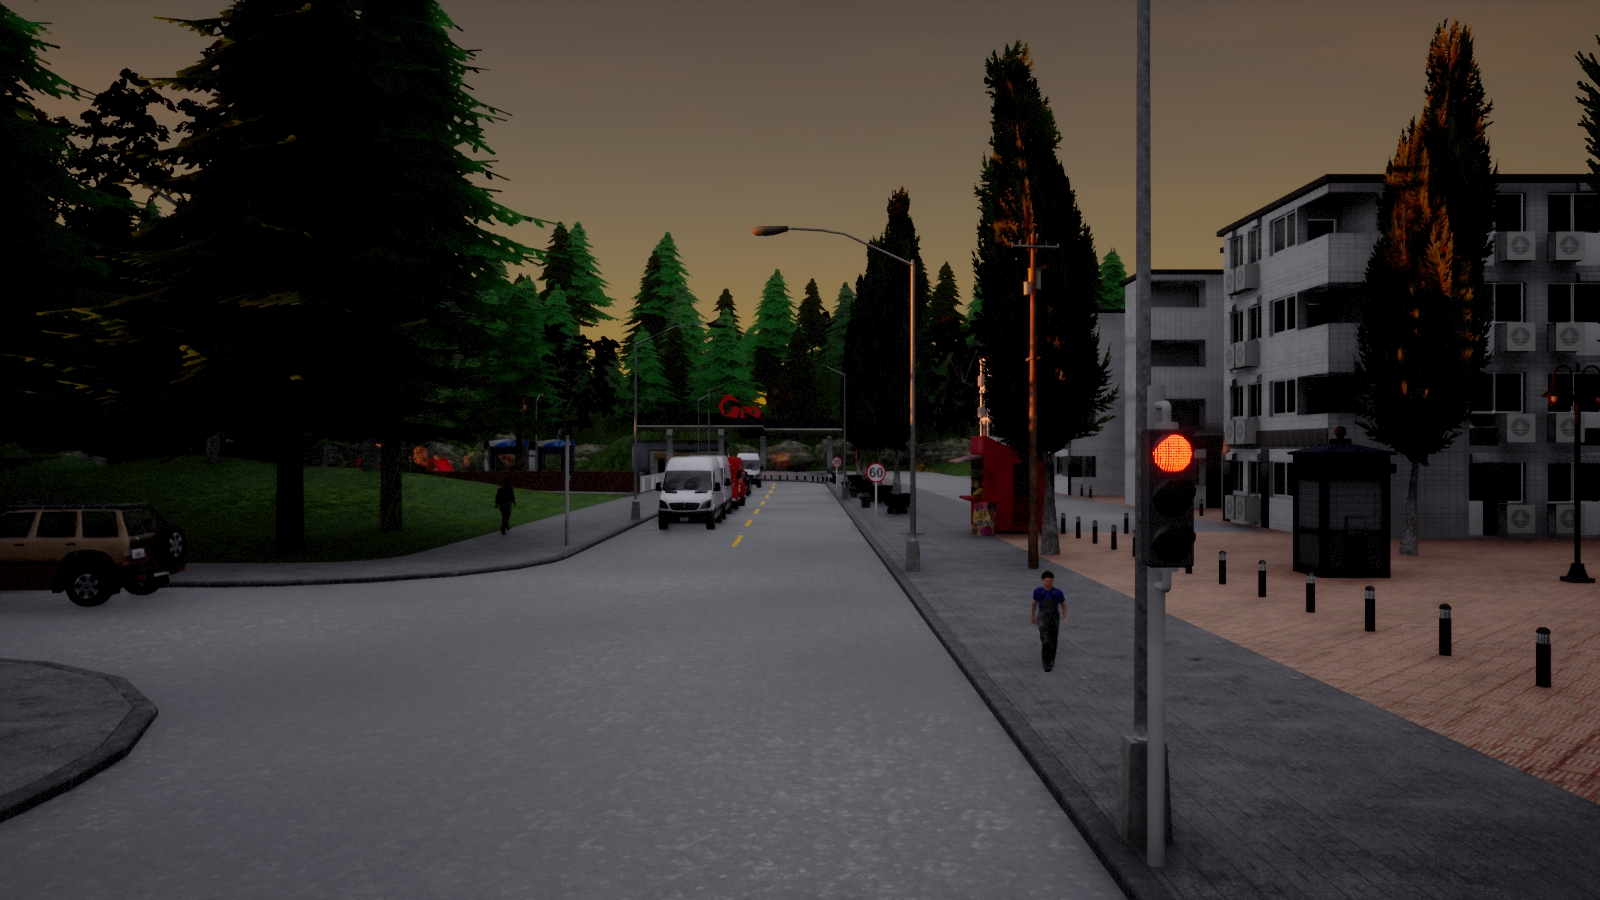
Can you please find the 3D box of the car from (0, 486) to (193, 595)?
[{"bbox_3d":[-14.065,1.638,21.141,4.605,1.855,1.932,-1,0,0],"label":"car"}]

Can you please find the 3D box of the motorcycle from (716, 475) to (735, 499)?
[{"bbox_3d":[-3.988,1.975,61.268,0.867,1.251,2.209,0,0,0],"label":"motorcycle"}]

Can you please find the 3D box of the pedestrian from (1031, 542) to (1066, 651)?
[{"bbox_3d":[3.069,1.802,14.108,0.375,1.300,0.375,0,0,5],"label":"pedestrian"}]

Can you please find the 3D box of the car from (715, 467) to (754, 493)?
[{"bbox_3d":[-3.975,1.816,70.543,2.128,1.511,4.902,0,0,0],"label":"car"}]

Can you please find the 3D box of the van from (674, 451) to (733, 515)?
[{"bbox_3d":[-4.007,1.306,48.327,1.988,2.561,5.915,0,0,0],"label":"van"}]

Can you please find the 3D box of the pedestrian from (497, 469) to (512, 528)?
[{"bbox_3d":[-9.291,1.519,35.976,0.375,1.860,0.375,0,0,0],"label":"pedestrian"}]

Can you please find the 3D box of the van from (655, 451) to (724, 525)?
[{"bbox_3d":[-4.013,1.307,42.390,1.988,2.561,5.915,0,0,0],"label":"van"}]

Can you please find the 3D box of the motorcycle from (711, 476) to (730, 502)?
[{"bbox_3d":[-3.975,1.953,57.177,0.856,1.236,1.805,0,0,0],"label":"motorcycle"}]

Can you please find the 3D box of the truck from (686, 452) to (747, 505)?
[{"bbox_3d":[-3.995,1.339,55.631,2.627,2.467,5.204,0,0,0],"label":"truck"}]
